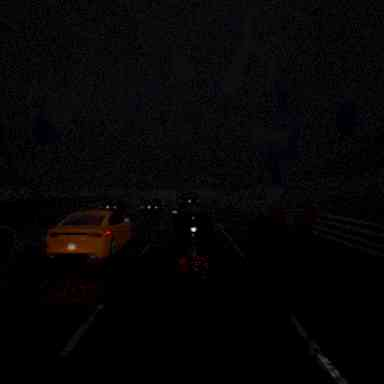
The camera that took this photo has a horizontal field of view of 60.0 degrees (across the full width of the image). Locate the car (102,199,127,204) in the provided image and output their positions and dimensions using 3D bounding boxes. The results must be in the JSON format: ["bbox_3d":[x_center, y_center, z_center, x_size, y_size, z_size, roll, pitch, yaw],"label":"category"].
[{"bbox_3d":[-7.197,1.335,30.683,2.033,1.411,5.357,0,0,-1],"label":"car"}]

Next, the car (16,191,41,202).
[{"bbox_3d":[-25.396,0.837,52.366,2.150,2.045,5.566,0,0,-1],"label":"car"}]

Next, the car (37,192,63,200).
[{"bbox_3d":[-21.901,1.163,52.541,2.033,1.411,5.357,0,0,-1],"label":"car"}]

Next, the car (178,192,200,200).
[{"bbox_3d":[-0.305,0.980,35.116,2.150,2.045,5.566,0,0,-1],"label":"car"}]

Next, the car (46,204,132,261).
[{"bbox_3d":[-3.414,1.394,11.899,1.882,1.535,5.008,0,0,0],"label":"car"}]

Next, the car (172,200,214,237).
[{"bbox_3d":[0.051,1.387,17.127,1.837,1.490,4.892,0,0,-1],"label":"car"}]

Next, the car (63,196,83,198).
[{"bbox_3d":[-18.419,1.214,53.062,1.895,1.301,4.718,0,0,-1],"label":"car"}]

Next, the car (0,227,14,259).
[{"bbox_3d":[-6.910,1.425,9.274,2.128,1.511,4.902,0,0,0],"label":"car"}]

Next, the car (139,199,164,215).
[{"bbox_3d":[-3.698,1.336,30.726,2.033,1.411,5.357,0,0,-1],"label":"car"}]

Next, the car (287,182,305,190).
[{"bbox_3d":[24.103,-1.212,77.836,2.150,2.045,5.566,0,-3,-14],"label":"car"}]
